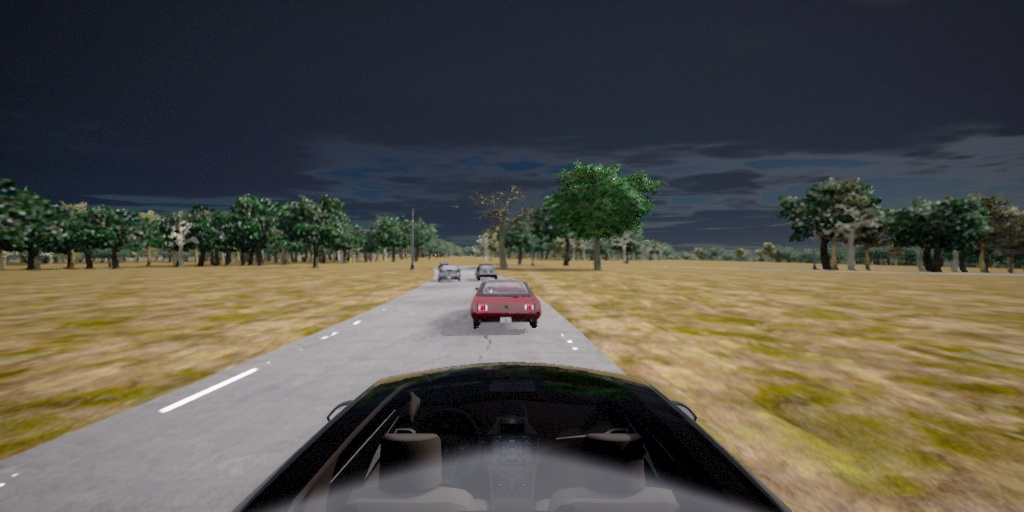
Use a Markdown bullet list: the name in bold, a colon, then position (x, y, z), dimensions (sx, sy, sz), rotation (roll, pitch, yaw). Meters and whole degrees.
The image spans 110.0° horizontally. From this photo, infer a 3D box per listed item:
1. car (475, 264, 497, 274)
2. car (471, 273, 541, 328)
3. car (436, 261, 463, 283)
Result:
- **car**: position (-2.483, 1.462, 33.838), dimensions (2.033, 1.411, 5.357), rotation (0, 0, -9)
- **car**: position (-0.262, 1.394, 11.623), dimensions (1.895, 1.301, 4.718), rotation (0, 0, -3)
- **car**: position (-5.235, 1.423, 30.398), dimensions (1.812, 1.442, 4.674), rotation (0, 0, -8)
